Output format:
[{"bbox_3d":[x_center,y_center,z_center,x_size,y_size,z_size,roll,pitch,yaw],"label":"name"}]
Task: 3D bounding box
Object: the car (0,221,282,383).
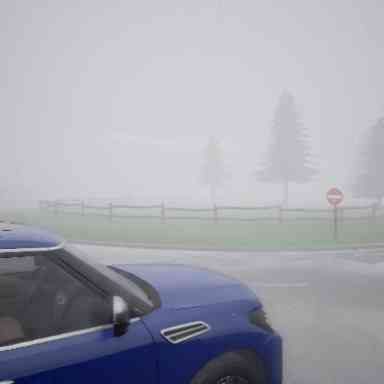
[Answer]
[{"bbox_3d":[-1.766,1.222,2.486,5.566,2.045,2.150,0,0,-36],"label":"car"}]
